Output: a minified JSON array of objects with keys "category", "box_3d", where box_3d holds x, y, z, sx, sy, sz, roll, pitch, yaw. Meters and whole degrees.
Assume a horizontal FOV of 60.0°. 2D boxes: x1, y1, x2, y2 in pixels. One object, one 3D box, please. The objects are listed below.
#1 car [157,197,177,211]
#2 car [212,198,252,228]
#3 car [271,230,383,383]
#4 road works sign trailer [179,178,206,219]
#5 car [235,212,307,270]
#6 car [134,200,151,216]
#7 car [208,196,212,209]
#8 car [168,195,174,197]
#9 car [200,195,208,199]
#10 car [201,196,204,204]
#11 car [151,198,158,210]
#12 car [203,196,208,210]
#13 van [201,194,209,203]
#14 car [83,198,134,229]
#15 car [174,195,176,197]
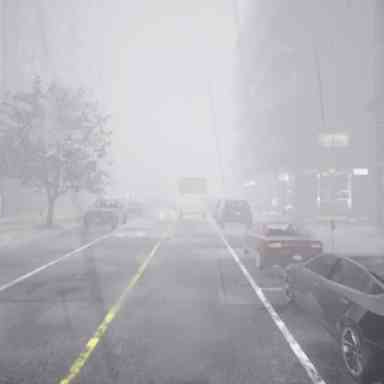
[{"category":"car","box_3d":[-3.006,1.689,42.687,1.895,1.301,4.718,0,0,0]},{"category":"car","box_3d":[2.748,1.364,22.199,2.192,1.841,5.009,1,0,0]},{"category":"car","box_3d":[2.778,1.579,5.230,1.947,1.339,4.313,1,0,0]},{"category":"road works sign trailer","box_3d":[0.061,0.528,29.427,2.380,3.560,2.880,0,0,0]},{"category":"car","box_3d":[2.746,1.570,10.887,1.887,1.381,4.507,1,0,0]},{"category":"car","box_3d":[-5.611,1.617,33.563,1.887,1.381,4.507,1,0,0]},{"category":"car","box_3d":[2.760,1.375,27.856,2.192,1.841,5.009,1,0,0]},{"category":"car","box_3d":[-5.529,1.568,73.162,1.967,1.590,4.097,1,0,0]},{"category":"car","box_3d":[2.815,1.657,56.139,2.008,1.369,4.403,1,0,0]},{"category":"car","box_3d":[2.803,1.665,50.482,1.947,1.339,4.313,1,0,0]},{"category":"car","box_3d":[-5.589,1.674,44.876,1.802,1.307,4.206,1,0,0]},{"category":"car","box_3d":[2.793,1.616,44.996,1.752,1.417,4.829,1,0,0]},{"category":"van","box_3d":[2.853,1.468,73.110,1.690,1.788,3.998,1,0,0]},{"category":"car","box_3d":[-5.632,1.365,22.250,2.192,1.841,5.009,1,0,0]},{"category":"car","box_3d":[-5.508,1.722,84.475,1.802,1.307,4.206,1,0,0]}]
